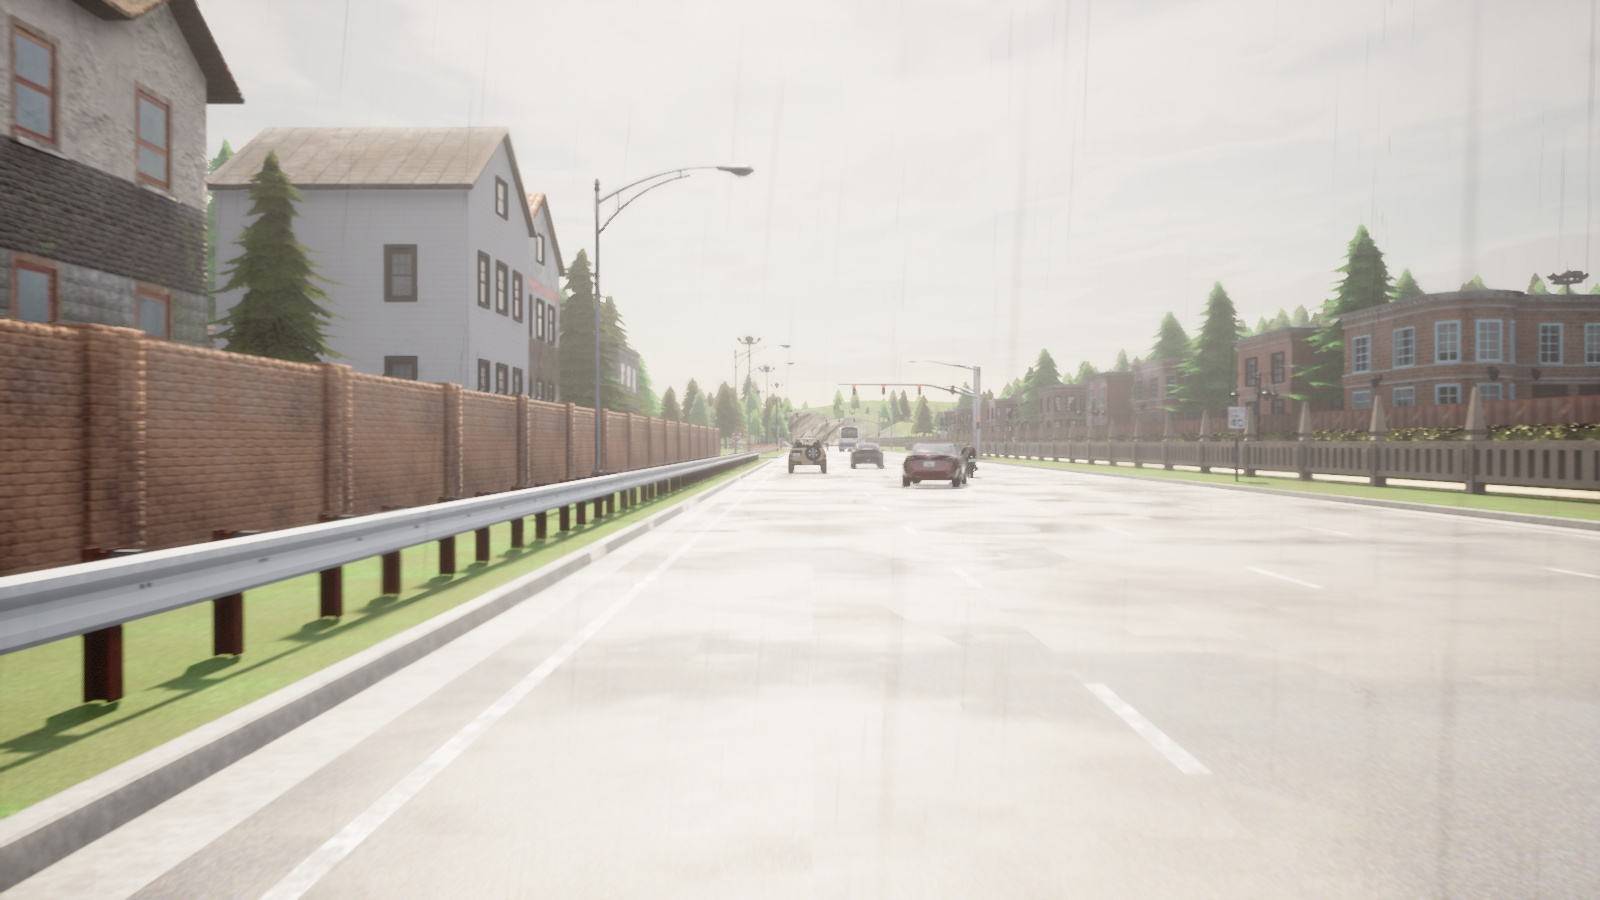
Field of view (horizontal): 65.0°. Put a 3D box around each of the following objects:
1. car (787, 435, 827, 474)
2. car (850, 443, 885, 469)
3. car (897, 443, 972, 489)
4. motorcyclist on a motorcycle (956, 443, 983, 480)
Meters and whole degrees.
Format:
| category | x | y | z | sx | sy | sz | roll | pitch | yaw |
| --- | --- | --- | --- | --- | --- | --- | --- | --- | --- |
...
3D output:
| category | x | y | z | sx | sy | sz | roll | pitch | yaw |
| --- | --- | --- | --- | --- | --- | --- | --- | --- | --- |
| car | 0.374 | 0.209 | 63.099 | 1.932 | 1.855 | 4.605 | 0 | 0 | 0 |
| car | 3.936 | 0.339 | 74.077 | 1.837 | 1.490 | 4.892 | 0 | 0 | 0 |
| car | 4.749 | 0.505 | 43.744 | 2.163 | 1.488 | 4.792 | 0 | 0 | 11 |
| motorcyclist on a motorcycle | 7.324 | 0.482 | 54.394 | 0.866 | 1.530 | 2.191 | 0 | 0 | 0 |
